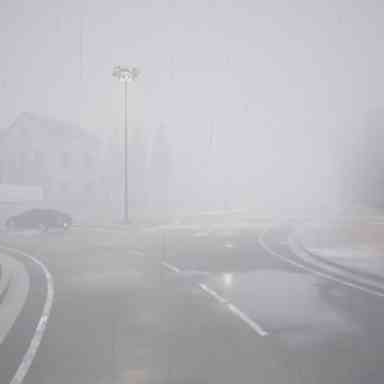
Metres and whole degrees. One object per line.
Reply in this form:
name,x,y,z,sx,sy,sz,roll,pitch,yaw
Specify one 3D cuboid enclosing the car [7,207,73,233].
car,-10.004,1.792,21.808,4.892,1.490,1.837,-1,-2,28
